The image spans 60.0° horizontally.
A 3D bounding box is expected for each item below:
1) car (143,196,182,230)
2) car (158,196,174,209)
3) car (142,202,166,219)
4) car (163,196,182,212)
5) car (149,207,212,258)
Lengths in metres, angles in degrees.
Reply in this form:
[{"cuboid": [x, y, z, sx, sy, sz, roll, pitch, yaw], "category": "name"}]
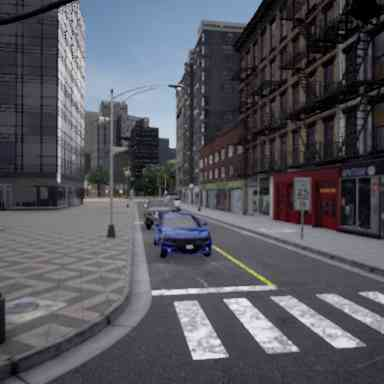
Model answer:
[{"cuboid": [-2.193, 1.438, 23.465, 2.150, 2.045, 5.566, 0, -1, -10], "category": "car"}, {"cuboid": [-4.492, 1.660, 55.937, 2.150, 2.045, 5.566, 0, 0, -10], "category": "car"}, {"cuboid": [-3.904, 1.788, 33.546, 2.128, 1.511, 4.902, 0, 0, -10], "category": "car"}, {"cuboid": [-2.735, 1.615, 45.619, 2.150, 2.045, 5.566, 0, 0, -9], "category": "car"}, {"cuboid": [-0.536, 1.610, 13.695, 1.882, 1.535, 5.008, 0, -1, -11], "category": "car"}]
